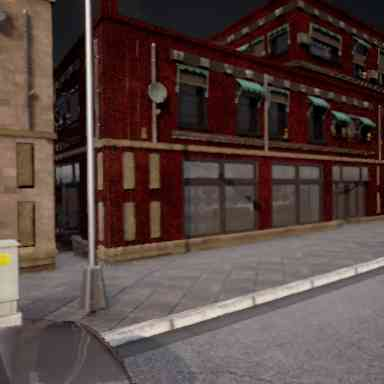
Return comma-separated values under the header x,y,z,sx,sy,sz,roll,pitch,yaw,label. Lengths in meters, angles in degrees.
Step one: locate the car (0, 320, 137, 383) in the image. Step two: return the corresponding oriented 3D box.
x,y,z,sx,sy,sz,roll,pitch,yaw,label
-2.782,1.545,1.395,5.357,1.411,2.033,0,0,-35,car
